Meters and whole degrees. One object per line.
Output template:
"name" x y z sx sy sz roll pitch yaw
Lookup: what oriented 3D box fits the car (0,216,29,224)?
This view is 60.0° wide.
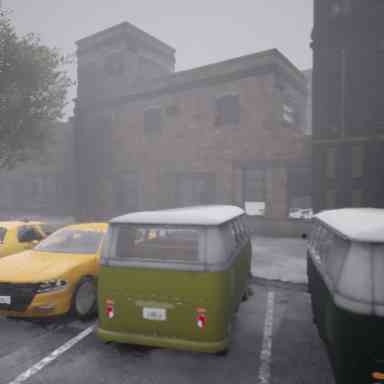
"car" -4.807 1.486 9.677 1.946 1.575 5.366 0 0 15

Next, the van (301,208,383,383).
"van" 2.557 1.254 4.475 1.878 1.987 4.442 0 -1 15

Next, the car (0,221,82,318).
"car" -2.385 1.490 7.787 2.097 1.535 5.008 1 0 15

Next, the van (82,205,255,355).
"van" 0.094 1.260 6.189 1.878 1.987 4.442 0 -1 15
